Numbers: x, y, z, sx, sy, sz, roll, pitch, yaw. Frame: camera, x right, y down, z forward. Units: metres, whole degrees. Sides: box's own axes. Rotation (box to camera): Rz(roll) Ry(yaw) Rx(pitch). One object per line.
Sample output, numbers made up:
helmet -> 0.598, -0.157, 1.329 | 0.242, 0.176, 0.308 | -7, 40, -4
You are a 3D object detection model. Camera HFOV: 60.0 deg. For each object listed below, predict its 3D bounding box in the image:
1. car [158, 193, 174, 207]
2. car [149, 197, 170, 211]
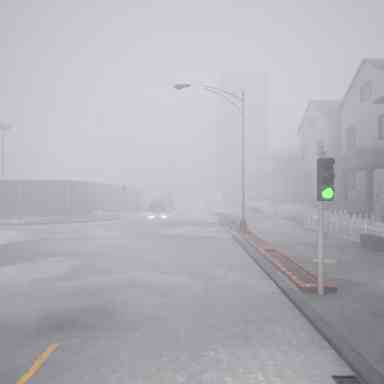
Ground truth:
car -> -4.046, 1.227, 51.550 | 2.150, 2.045, 5.566 | 0, 0, 1
car -> -4.074, 1.605, 40.909 | 1.895, 1.301, 4.718 | 0, 0, 0
